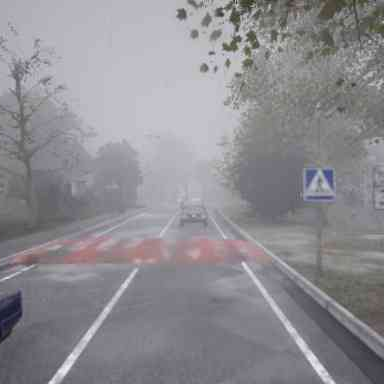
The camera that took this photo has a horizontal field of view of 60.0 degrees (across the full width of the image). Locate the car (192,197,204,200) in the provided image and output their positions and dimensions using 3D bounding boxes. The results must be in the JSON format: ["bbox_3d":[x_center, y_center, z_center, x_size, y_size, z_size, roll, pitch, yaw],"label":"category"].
[{"bbox_3d":[0.652,1.358,39.593,1.812,1.442,4.674,0,0,4],"label":"car"}]

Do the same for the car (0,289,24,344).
[{"bbox_3d":[-3.347,1.605,2.523,1.895,1.301,4.718,0,0,0],"label":"car"}]

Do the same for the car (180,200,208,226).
[{"bbox_3d":[0.141,1.519,23.205,2.033,1.411,5.357,0,0,0],"label":"car"}]
